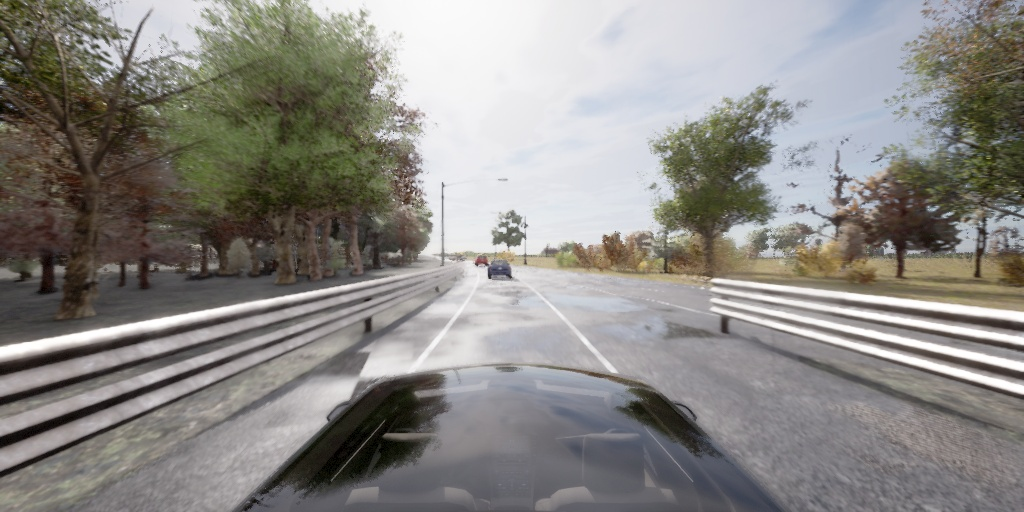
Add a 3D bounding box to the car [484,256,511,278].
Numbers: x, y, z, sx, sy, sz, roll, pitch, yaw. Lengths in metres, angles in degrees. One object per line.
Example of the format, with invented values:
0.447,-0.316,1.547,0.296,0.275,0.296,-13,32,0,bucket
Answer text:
-1.255,1.103,33.709,2.097,1.767,4.553,0,0,-5,car
